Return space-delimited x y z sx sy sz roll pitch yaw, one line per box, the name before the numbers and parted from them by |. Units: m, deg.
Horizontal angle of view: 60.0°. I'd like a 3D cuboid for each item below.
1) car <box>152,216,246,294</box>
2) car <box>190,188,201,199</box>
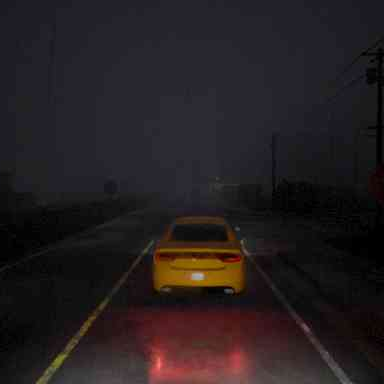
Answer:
car | 0.233 1.348 8.505 1.882 1.535 5.008 0 1 3
car | 0.711 0.512 65.899 1.837 1.490 4.892 0 1 1
